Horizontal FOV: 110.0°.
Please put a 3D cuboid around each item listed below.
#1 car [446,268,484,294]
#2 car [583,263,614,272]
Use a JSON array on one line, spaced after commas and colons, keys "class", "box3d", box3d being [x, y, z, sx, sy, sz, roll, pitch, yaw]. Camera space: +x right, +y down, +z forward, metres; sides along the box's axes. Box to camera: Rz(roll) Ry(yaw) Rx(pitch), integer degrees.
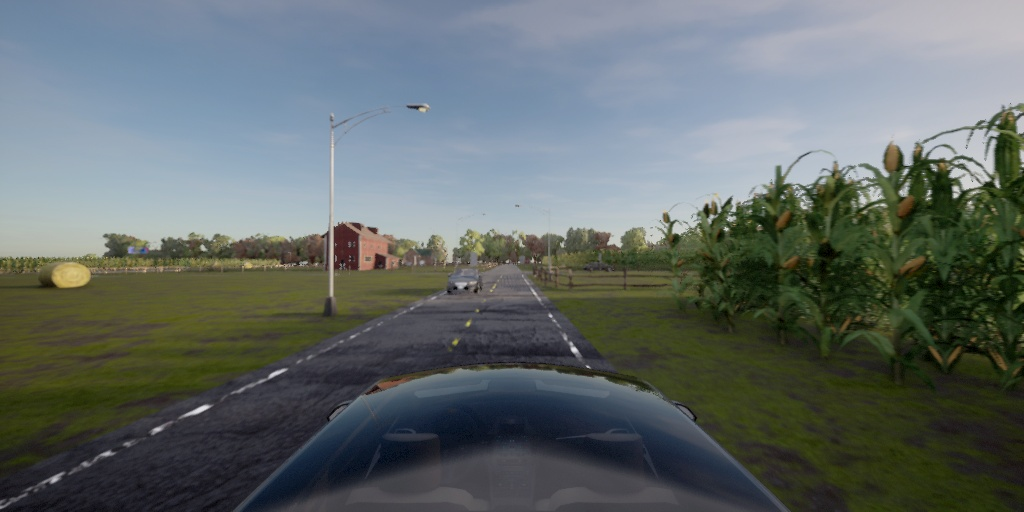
[{"class": "car", "box3d": [-2.840, 1.505, 22.389, 2.128, 1.511, 4.902, 0, -1, 0]}, {"class": "car", "box3d": [13.906, 1.817, 57.373, 4.892, 1.490, 1.837, -1, -2, 0]}]
